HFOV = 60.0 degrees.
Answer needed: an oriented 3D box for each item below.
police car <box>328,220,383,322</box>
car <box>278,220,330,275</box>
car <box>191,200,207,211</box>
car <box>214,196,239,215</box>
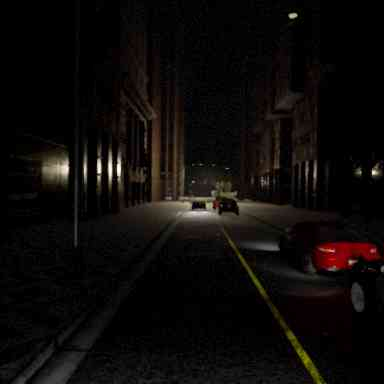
[{"bbox_3d":[3.960,1.486,4.661,1.930,1.638,5.238,1,0,1],"label":"police car"},{"bbox_3d":[4.090,1.600,10.549,1.812,1.442,4.674,1,0,1],"label":"car"},{"bbox_3d":[0.880,1.678,41.749,1.895,1.301,4.718,1,0,1],"label":"car"},{"bbox_3d":[3.789,1.460,35.510,2.097,1.767,4.553,1,0,2],"label":"car"}]
